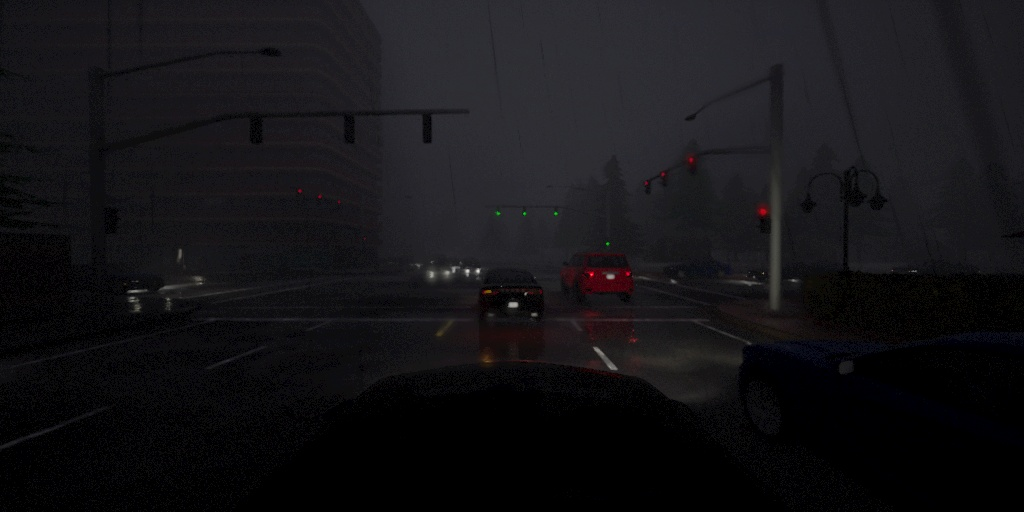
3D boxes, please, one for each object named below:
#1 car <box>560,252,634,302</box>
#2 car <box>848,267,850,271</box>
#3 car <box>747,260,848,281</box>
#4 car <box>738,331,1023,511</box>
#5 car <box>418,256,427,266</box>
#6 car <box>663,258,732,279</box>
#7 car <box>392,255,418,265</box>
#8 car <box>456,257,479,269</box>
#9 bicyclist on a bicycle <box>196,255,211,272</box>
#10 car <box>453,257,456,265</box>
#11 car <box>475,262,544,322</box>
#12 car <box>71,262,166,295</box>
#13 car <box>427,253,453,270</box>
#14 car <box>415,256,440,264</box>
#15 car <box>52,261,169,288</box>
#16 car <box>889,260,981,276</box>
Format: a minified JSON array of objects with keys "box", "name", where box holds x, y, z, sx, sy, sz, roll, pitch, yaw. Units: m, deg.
[{"box":[3.609,0.831,16.076,2.150,2.045,5.566,0,1,-2],"name":"car"},{"box":[23.804,1.000,28.187,4.674,1.442,1.812,0,1,1],"name":"car"},{"box":[19.370,1.065,24.737,5.357,1.411,2.033,0,1,0],"name":"car"},{"box":[3.601,1.221,2.219,1.882,1.535,5.008,0,1,0],"name":"car"},{"box":[-10.830,0.711,48.699,2.033,1.411,5.357,0,1,-27],"name":"car"},{"box":[14.567,0.951,28.294,5.008,1.535,1.882,0,1,1],"name":"car"},{"box":[-16.537,0.606,57.095,2.033,1.411,5.357,-1,1,-42],"name":"car"},{"box":[-5.116,0.795,43.258,1.994,1.385,4.181,0,1,-18],"name":"car"},{"box":[-28.702,0.711,33.384,0.582,1.620,1.656,0,1,0],"name":"bicyclist on a bicycle"},{"box":[-8.332,0.730,51.405,1.895,1.301,4.718,0,1,-29],"name":"car"},{"box":[-0.171,1.114,11.867,1.882,1.535,5.008,0,0,-5],"name":"car"},{"box":[-20.244,1.082,17.838,5.008,1.535,1.882,0,1,0],"name":"car"},{"box":[-8.008,0.628,39.655,2.097,1.767,4.553,0,1,-13],"name":"car"},{"box":[-14.085,0.627,59.675,1.895,1.301,4.718,-1,1,-42],"name":"car"},{"box":[-23.782,1.065,21.367,4.892,1.490,1.837,0,1,0],"name":"car"},{"box":[28.976,1.010,24.662,4.902,1.511,2.128,0,1,0],"name":"car"}]
